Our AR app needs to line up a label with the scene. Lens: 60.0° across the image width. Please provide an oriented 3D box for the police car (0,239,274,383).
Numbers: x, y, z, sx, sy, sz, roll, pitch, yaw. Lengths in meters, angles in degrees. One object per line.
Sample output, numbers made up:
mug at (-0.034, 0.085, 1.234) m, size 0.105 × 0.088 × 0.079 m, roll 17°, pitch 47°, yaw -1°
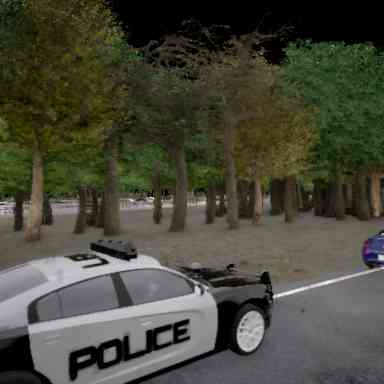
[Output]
police car at (-0.917, 1.499, 4.508) m, size 5.238 × 1.638 × 1.930 m, roll 0°, pitch -1°, yaw -37°

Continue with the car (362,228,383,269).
car at (7.089, 1.616, 10.235) m, size 4.674 × 1.442 × 1.812 m, roll 0°, pitch -1°, yaw -34°
